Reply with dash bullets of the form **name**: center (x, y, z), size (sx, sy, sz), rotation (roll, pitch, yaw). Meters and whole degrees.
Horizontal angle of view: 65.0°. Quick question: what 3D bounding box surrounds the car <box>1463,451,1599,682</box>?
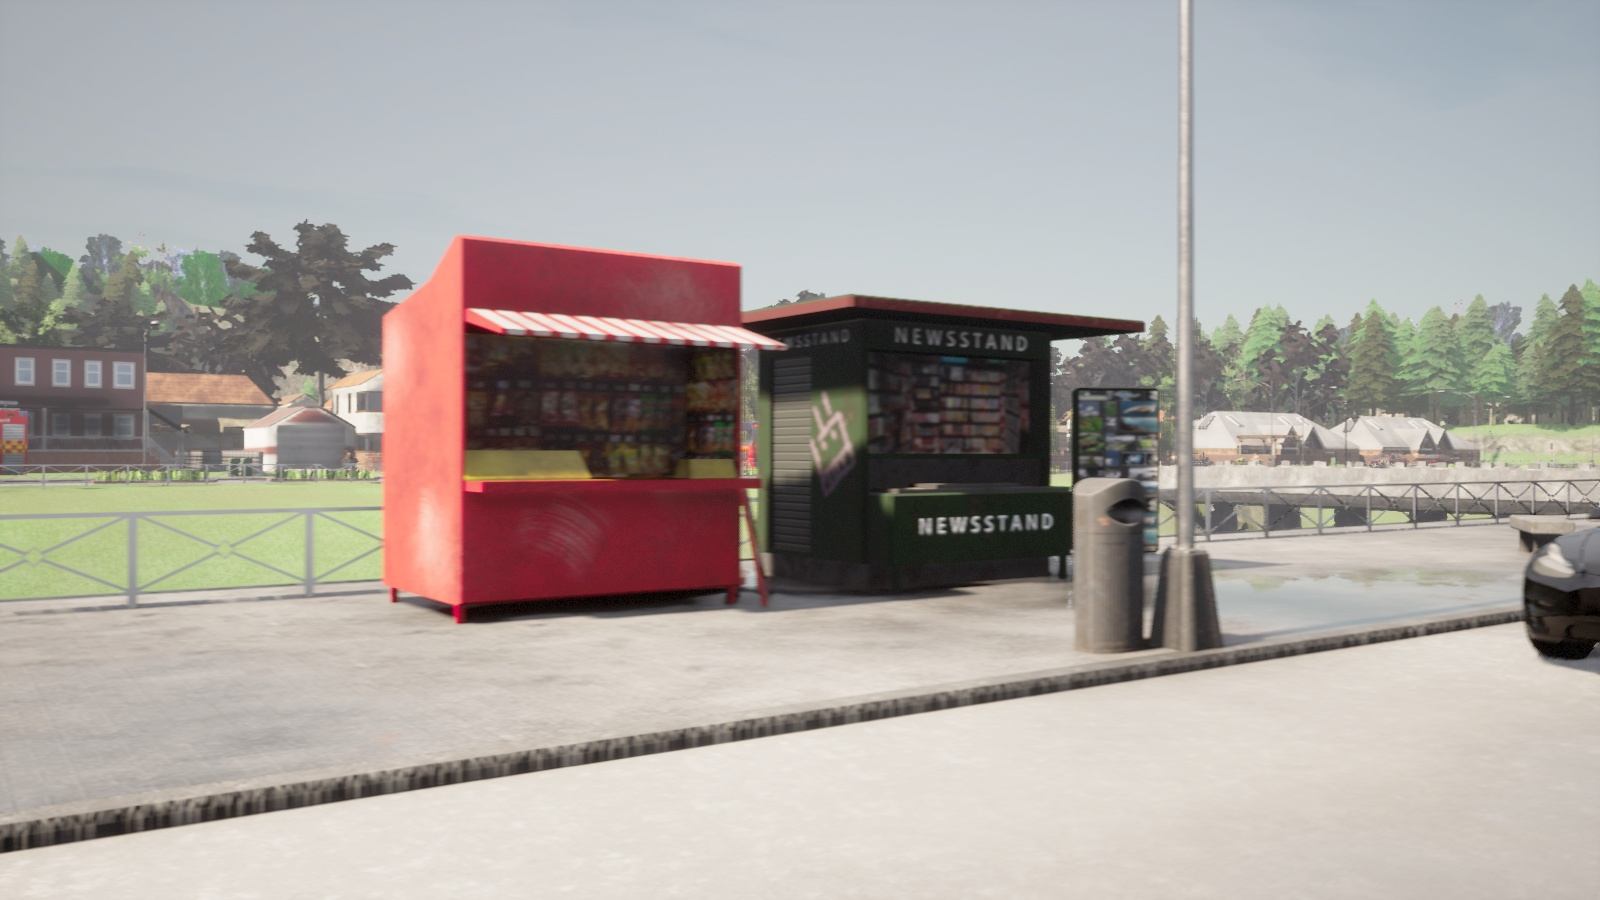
- **car**: center (7.254, 0.752, 9.318), size (4.792, 1.488, 2.163), rotation (0, 0, -35)

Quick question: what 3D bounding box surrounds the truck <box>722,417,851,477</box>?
- **truck**: center (-0.846, -0.213, 83.728), size (8.468, 3.827, 2.891), rotation (0, 0, -35)

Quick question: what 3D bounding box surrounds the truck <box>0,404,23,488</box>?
- **truck**: center (-40.018, -0.196, 56.475), size (8.468, 3.827, 2.891), rotation (0, 0, -35)
